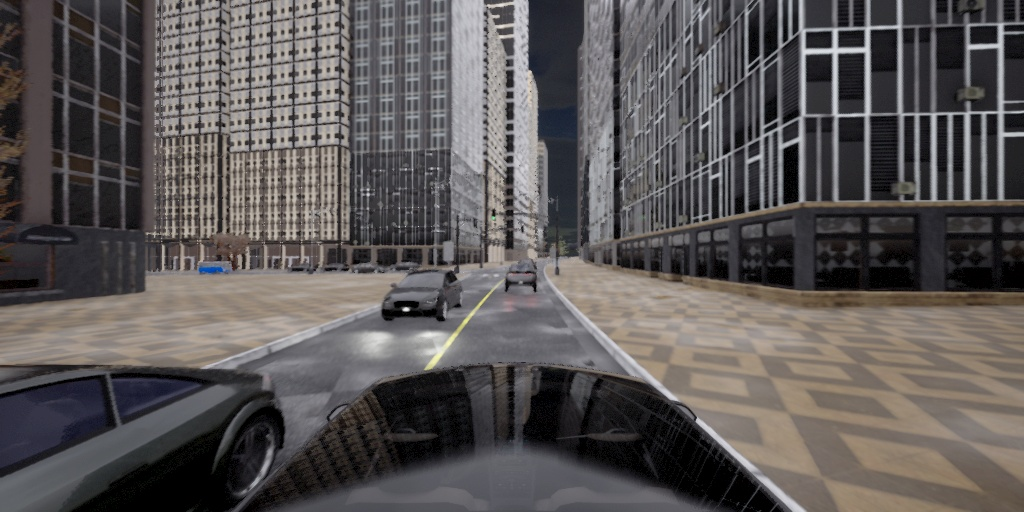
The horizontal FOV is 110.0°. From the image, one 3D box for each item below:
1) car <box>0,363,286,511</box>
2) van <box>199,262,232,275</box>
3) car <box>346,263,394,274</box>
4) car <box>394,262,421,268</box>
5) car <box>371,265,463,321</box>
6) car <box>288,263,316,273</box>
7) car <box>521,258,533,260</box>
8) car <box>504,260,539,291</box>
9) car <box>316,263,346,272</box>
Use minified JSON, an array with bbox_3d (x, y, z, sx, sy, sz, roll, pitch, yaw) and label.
[{"bbox_3d":[-3.051,1.311,1.538,1.994,1.385,4.181,0,0,0],"label":"car"},{"bbox_3d":[-38.683,1.640,46.866,3.998,1.789,1.690,0,0,12],"label":"van"},{"bbox_3d":[-16.674,1.478,42.200,4.403,1.370,2.007,0,0,12],"label":"car"},{"bbox_3d":[-14.936,1.504,50.399,4.403,1.370,2.007,0,0,12],"label":"car"},{"bbox_3d":[-2.882,1.239,12.425,1.837,1.490,4.892,0,0,2],"label":"car"},{"bbox_3d":[-31.443,1.796,53.898,4.313,1.339,1.948,0,0,12],"label":"car"},{"bbox_3d":[1.697,1.032,40.211,2.097,1.767,4.553,0,0,4],"label":"car"},{"bbox_3d":[0.573,1.214,21.695,2.128,1.511,4.902,0,0,2],"label":"car"},{"bbox_3d":[-25.941,1.703,52.732,4.313,1.339,1.948,0,0,12],"label":"car"}]
